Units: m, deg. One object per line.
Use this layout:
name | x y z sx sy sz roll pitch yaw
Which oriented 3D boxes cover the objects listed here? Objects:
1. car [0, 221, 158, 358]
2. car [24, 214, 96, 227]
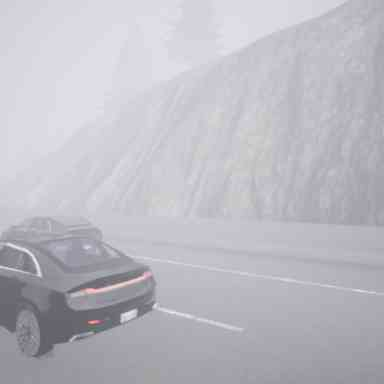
car | -2.822 1.531 6.096 4.902 1.511 2.128 0 0 37
car | -5.328 1.584 12.428 4.892 1.490 1.837 0 0 38
